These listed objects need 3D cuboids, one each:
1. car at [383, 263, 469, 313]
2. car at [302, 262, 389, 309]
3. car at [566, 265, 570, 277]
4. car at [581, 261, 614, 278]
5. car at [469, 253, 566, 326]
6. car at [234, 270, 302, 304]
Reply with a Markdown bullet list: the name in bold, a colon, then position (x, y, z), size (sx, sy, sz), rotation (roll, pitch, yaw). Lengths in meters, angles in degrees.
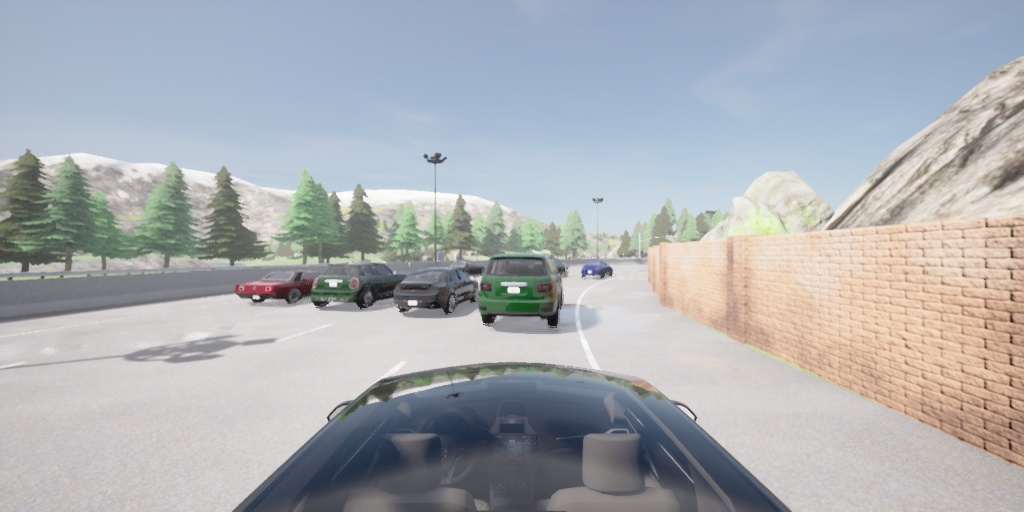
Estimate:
- **car**: position (-2.649, 1.189, 13.626), size (1.837, 1.490, 4.892), rotation (0, 1, 11)
- **car**: position (-5.945, 1.027, 14.853), size (2.097, 1.767, 4.553), rotation (0, 0, 11)
- **car**: position (3.372, 0.938, 30.805), size (2.097, 1.767, 4.553), rotation (0, 0, 27)
- **car**: position (7.379, 1.111, 30.911), size (1.812, 1.442, 4.674), rotation (0, 0, 29)
- **car**: position (0.498, 0.918, 11.634), size (2.150, 2.045, 5.566), rotation (0, 1, 10)
- **car**: position (-9.328, 1.271, 15.868), size (1.895, 1.301, 4.718), rotation (0, 0, 11)
